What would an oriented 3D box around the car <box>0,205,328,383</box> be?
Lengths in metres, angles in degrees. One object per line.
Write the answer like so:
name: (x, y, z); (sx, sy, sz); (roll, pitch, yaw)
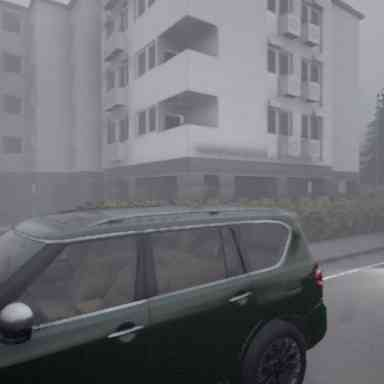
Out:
car: (-0.976, 1.199, 3.298); (5.566, 2.045, 2.150); (0, 0, -35)
